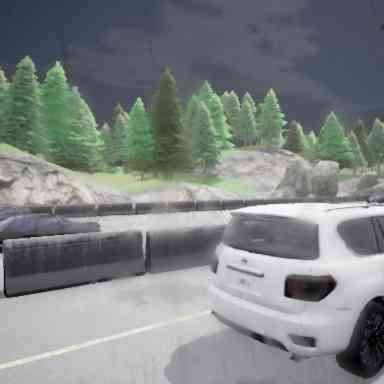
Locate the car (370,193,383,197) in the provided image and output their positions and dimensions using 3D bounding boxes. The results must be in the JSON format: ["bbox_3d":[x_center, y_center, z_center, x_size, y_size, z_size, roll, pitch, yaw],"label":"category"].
[{"bbox_3d":[27.635,0.969,49.033,4.902,1.511,2.128,-1,1,-35],"label":"car"}]

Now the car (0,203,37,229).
[{"bbox_3d":[-12.554,1.490,20.823,4.902,1.511,2.128,0,0,-35],"label":"car"}]

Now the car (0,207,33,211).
[{"bbox_3d":[-8.521,1.562,15.102,4.181,1.385,1.994,0,0,-35],"label":"car"}]

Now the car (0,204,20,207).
[{"bbox_3d":[-10.552,1.562,17.953,4.181,1.385,1.994,0,0,-35],"label":"car"}]

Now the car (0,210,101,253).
[{"bbox_3d":[-6.112,1.545,12.519,5.357,1.411,2.033,0,0,-35],"label":"car"}]

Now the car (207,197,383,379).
[{"bbox_3d":[2.839,1.209,5.736,5.566,2.045,2.150,0,0,-35],"label":"car"}]
